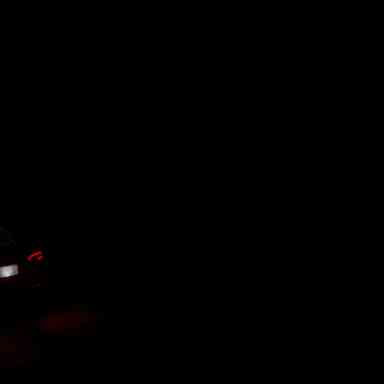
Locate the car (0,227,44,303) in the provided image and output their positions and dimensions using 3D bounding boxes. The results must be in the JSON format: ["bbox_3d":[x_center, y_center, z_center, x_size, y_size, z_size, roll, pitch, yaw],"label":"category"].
[{"bbox_3d":[-5.140,1.456,7.102,4.792,1.488,2.163,-1,-1,34],"label":"car"}]
